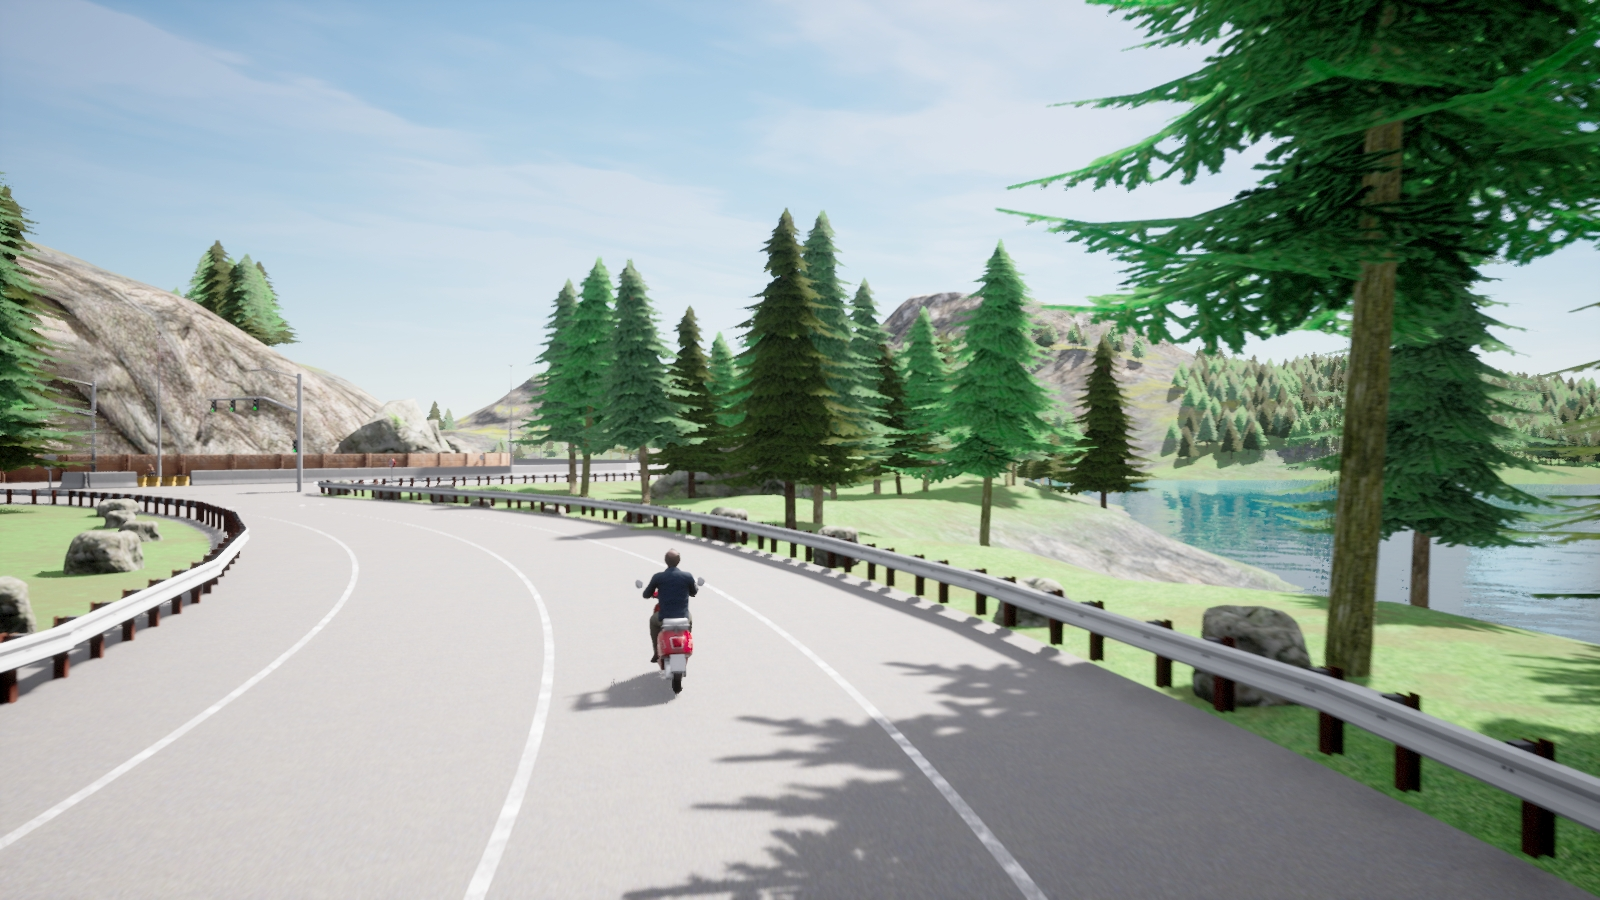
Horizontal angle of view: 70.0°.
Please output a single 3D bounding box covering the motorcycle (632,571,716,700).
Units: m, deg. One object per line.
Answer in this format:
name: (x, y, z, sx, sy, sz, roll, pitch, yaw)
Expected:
motorcycle: (-1.544, 2.182, 13.770, 0.856, 1.236, 1.805, 0, 0, -11)
